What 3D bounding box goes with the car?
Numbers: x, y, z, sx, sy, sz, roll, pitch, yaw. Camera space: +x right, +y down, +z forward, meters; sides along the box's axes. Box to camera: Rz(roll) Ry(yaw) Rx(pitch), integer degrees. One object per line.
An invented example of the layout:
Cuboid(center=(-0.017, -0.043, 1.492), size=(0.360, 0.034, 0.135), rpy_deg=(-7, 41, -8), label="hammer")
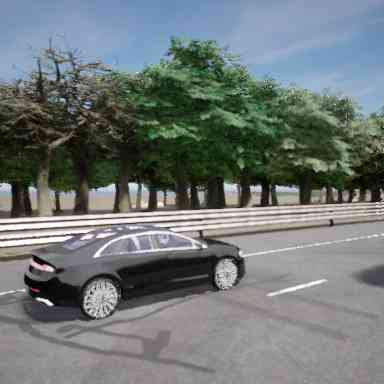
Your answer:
Cuboid(center=(-0.955, 1.474, 7.315), size=(4.902, 1.511, 2.128), rpy_deg=(0, 0, -35), label="car")
